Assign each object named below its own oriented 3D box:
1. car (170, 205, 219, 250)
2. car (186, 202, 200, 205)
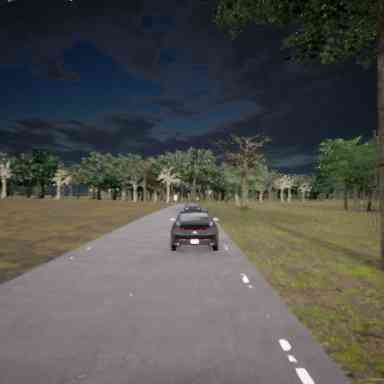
[{"bbox_3d":[0.099,1.530,14.340,1.837,1.490,4.892,0,0,0],"label":"car"},{"bbox_3d":[0.099,1.817,37.048,1.895,1.301,4.718,0,-1,0],"label":"car"}]
